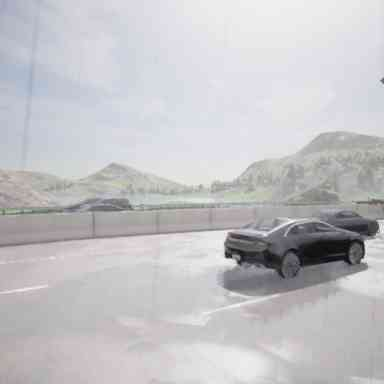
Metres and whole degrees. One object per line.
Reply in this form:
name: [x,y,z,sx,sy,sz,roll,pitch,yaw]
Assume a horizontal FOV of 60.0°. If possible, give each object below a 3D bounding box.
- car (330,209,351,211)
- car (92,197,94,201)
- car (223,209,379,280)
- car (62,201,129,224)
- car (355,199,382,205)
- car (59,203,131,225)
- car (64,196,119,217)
car: [7.339,1.541,16.528,4.181,1.385,1.994,0,0,-30]
car: [-7.295,1.292,28.347,4.553,1.767,2.097,0,0,-32]
car: [3.185,1.476,9.926,4.902,1.511,2.128,0,0,-33]
car: [-6.078,1.481,20.843,4.674,1.442,1.812,0,0,-33]
car: [26.502,1.540,48.936,4.718,1.301,1.895,0,0,-20]
car: [-7.059,1.549,24.402,4.718,1.301,1.895,0,0,-32]
car: [-9.426,1.285,31.141,4.553,1.767,2.097,0,0,-32]
